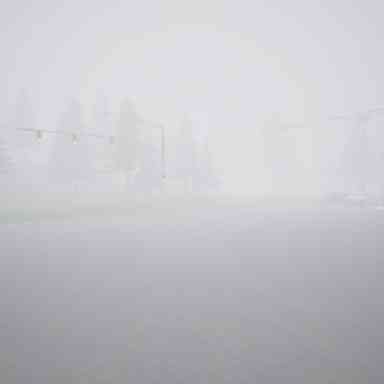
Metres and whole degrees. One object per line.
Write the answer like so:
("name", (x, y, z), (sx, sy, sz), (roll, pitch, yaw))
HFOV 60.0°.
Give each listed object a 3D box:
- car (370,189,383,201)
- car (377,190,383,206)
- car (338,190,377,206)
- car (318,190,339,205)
("car", (26.626, 0.361, 45.313), (5.357, 1.411, 2.033), (-2, 1, -35))
("car", (20.106, 0.704, 32.072), (4.181, 1.385, 1.994), (-2, 1, -35))
("car", (17.607, 0.658, 34.587), (4.674, 1.442, 1.812), (-2, 1, -35))
("car", (16.342, 0.582, 37.982), (4.902, 1.511, 2.128), (-2, 1, -35))
